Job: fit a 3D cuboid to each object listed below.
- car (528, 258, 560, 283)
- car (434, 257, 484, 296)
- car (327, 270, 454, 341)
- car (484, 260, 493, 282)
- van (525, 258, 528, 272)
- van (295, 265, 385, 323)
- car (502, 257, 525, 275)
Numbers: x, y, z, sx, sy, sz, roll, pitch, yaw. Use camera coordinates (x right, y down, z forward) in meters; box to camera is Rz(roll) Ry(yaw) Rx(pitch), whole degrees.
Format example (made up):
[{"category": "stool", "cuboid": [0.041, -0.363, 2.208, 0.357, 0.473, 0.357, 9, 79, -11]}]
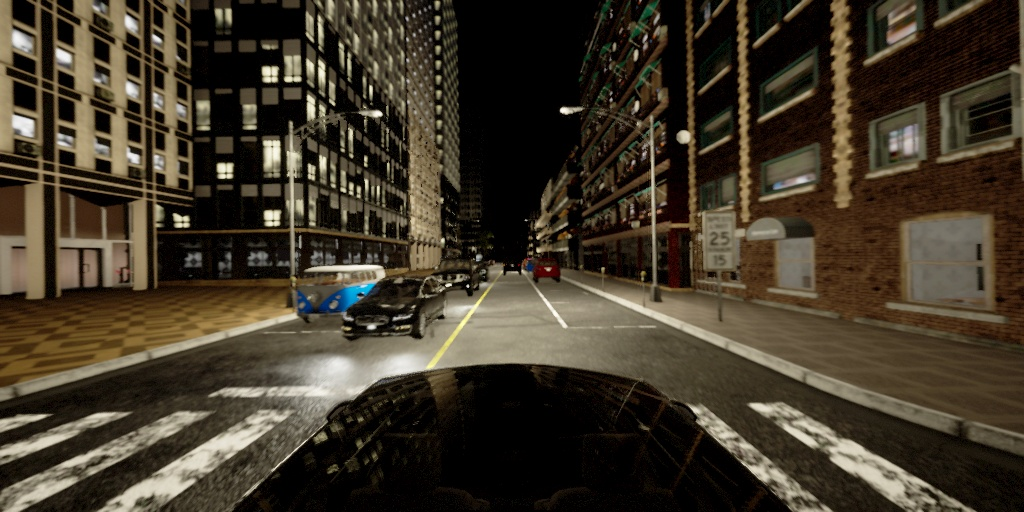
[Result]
[{"category": "car", "cuboid": [2.725, 1.127, 29.046, 2.192, 1.841, 5.009, 0, 0, 0]}, {"category": "car", "cuboid": [-3.088, 1.091, 20.489, 2.150, 2.045, 5.566, -1, 0, 1]}, {"category": "car", "cuboid": [-3.100, 1.331, 10.365, 1.837, 1.490, 4.892, -1, 0, 0]}, {"category": "car", "cuboid": [-3.068, 1.267, 30.804, 2.097, 1.767, 4.553, -1, 0, 0]}, {"category": "van", "cuboid": [2.751, 1.228, 45.698, 1.690, 1.789, 3.998, 0, 0, 0]}, {"category": "van", "cuboid": [-5.680, 1.218, 12.405, 1.690, 1.789, 3.998, 0, 0, 0]}, {"category": "car", "cuboid": [0.041, 1.134, 41.509, 2.150, 2.045, 5.566, -1, 0, 0]}]
